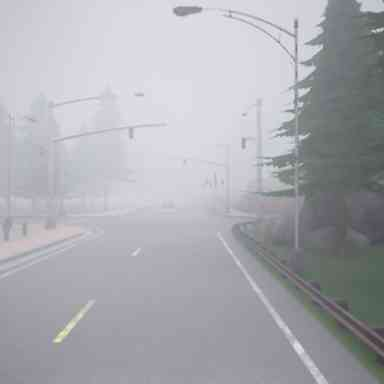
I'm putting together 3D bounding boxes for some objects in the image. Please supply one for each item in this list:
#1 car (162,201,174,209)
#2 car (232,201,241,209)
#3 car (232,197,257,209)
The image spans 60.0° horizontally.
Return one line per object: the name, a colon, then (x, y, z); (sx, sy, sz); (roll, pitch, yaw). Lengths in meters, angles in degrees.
car: (-3.999, 2.170, 56.001); (1.895, 1.301, 4.718); (0, -1, 0)
car: (8.873, 1.702, 51.259); (4.605, 1.855, 1.932); (0, -1, -1)
car: (8.459, 1.731, 53.769); (3.866, 1.878, 1.905); (0, -1, -1)
